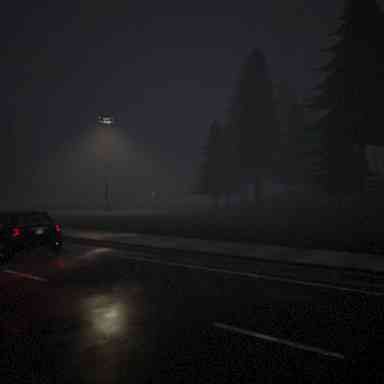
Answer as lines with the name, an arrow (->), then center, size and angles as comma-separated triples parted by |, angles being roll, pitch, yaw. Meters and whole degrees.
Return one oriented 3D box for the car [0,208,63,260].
car -> -7.272, 1.497, 13.348 | 4.553, 1.767, 2.097 | -1, -1, 35
